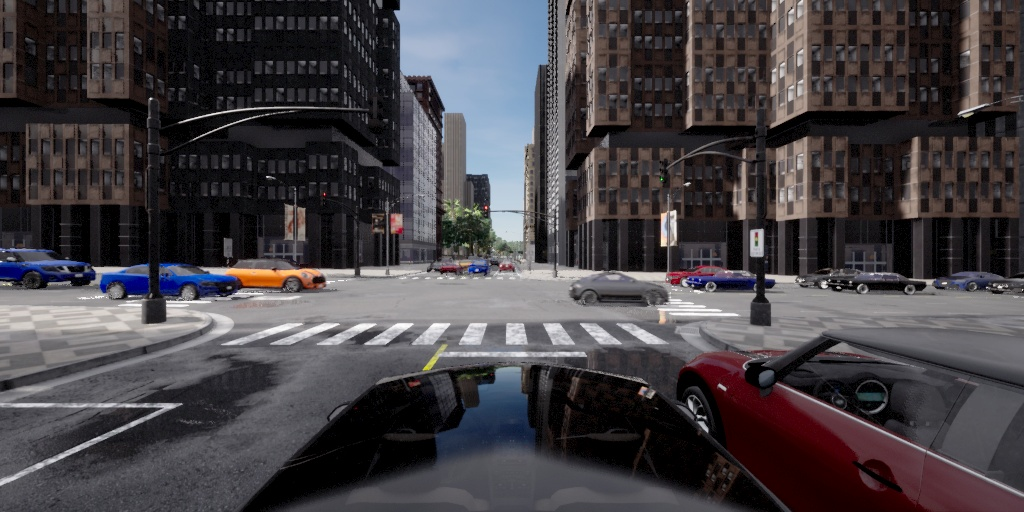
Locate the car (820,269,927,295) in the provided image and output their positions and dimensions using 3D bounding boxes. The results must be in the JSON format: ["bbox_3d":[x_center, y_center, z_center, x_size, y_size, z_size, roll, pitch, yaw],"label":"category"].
[{"bbox_3d":[22.692,1.701,22.502,4.718,1.301,1.895,1,0,0],"label":"car"}]

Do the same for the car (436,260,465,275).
[{"bbox_3d":[-6.463,1.347,38.521,1.895,1.301,4.718,0,0,1],"label":"car"}]

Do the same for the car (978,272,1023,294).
[{"bbox_3d":[33.100,1.756,22.554,4.892,1.490,1.837,1,0,0],"label":"car"}]

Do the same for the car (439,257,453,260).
[{"bbox_3d":[-9.166,1.084,49.120,2.192,1.841,5.009,0,0,0],"label":"car"}]

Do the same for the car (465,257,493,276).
[{"bbox_3d":[-3.369,1.221,37.648,1.882,1.535,5.008,0,0,2],"label":"car"}]

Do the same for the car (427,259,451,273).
[{"bbox_3d":[-9.131,1.323,43.694,1.948,1.339,4.313,0,0,0],"label":"car"}]

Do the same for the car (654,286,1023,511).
[{"bbox_3d":[2.764,1.190,2.356,1.967,1.591,4.097,0,0,0],"label":"car"}]

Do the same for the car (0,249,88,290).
[{"bbox_3d":[-25.444,0.643,18.765,5.566,2.045,2.150,1,0,0],"label":"car"}]

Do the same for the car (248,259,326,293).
[{"bbox_3d":[-12.311,0.955,18.846,4.553,1.767,2.097,1,0,0],"label":"car"}]

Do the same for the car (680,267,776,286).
[{"bbox_3d":[13.526,1.568,22.447,4.718,1.301,1.895,1,0,0],"label":"car"}]

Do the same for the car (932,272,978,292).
[{"bbox_3d":[33.112,1.812,25.810,4.181,1.385,1.994,1,0,-1],"label":"car"}]

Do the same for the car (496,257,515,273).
[{"bbox_3d":[-0.606,1.197,43.747,1.967,1.591,4.097,0,0,0],"label":"car"}]

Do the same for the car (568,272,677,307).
[{"bbox_3d":[4.575,1.412,15.697,4.181,1.385,1.994,1,0,0],"label":"car"}]

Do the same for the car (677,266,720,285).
[{"bbox_3d":[13.644,1.443,25.704,5.008,1.535,1.882,1,0,0],"label":"car"}]

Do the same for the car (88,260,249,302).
[{"bbox_3d":[-14.581,1.054,15.420,5.008,1.535,1.882,1,0,2],"label":"car"}]

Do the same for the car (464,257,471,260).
[{"bbox_3d":[-6.497,1.246,48.915,1.882,1.535,5.008,0,0,0],"label":"car"}]

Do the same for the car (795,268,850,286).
[{"bbox_3d":[23.135,1.607,25.752,4.892,1.490,1.837,1,0,0],"label":"car"}]
